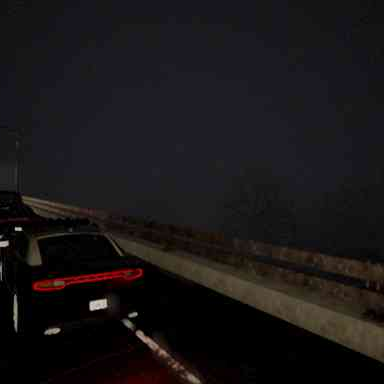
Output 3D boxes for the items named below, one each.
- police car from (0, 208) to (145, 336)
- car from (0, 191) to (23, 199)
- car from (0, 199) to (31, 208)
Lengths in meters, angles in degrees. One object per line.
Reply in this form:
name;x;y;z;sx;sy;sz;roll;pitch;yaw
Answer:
police car;-2.741;1.353;6.855;1.930;1.638;5.238;1;0;-33
car;-11.497;0.940;20.144;2.150;2.045;5.566;1;0;-33
car;-8.184;1.275;15.112;1.882;1.535;5.008;1;0;-33
